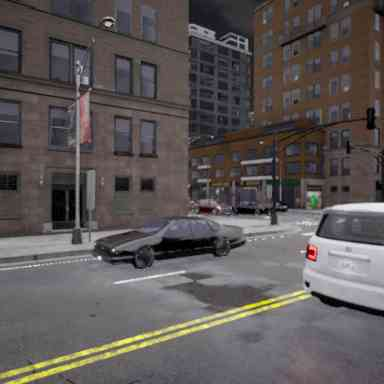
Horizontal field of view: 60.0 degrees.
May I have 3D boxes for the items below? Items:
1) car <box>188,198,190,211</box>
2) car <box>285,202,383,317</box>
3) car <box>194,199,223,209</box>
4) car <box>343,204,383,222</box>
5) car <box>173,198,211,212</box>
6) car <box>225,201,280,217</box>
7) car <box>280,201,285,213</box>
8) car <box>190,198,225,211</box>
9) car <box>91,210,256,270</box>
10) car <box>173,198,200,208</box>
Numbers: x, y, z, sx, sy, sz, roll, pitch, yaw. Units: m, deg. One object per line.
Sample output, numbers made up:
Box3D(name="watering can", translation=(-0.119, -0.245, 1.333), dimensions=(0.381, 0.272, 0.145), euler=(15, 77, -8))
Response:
Box3D(name="car", translation=(-1.096, 1.436, 36.809), dimensions=(1.967, 1.590, 4.097), euler=(0, 0, -35))
Box3D(name="car", translation=(4.603, 1.228, 6.732), dimensions=(5.566, 2.045, 2.150), euler=(0, 0, -36))
Box3D(name="car", translation=(2.271, 1.615, 45.943), dimensions=(1.802, 1.307, 4.206), euler=(0, 0, -35))
Box3D(name="car", translation=(14.604, 1.634, 26.137), dimensions=(4.718, 1.301, 1.895), euler=(0, 0, 10))
Box3D(name="car", translation=(-0.061, 1.499, 39.739), dimensions=(2.128, 1.511, 4.902), euler=(0, 0, -35))
Box3D(name="car", translation=(5.678, 1.611, 31.627), dimensions=(1.895, 1.301, 4.718), euler=(0, 0, -35))
Box3D(name="car", translation=(8.637, 1.601, 36.945), dimensions=(1.947, 1.339, 4.313), euler=(0, 0, -35))
Box3D(name="car", translation=(2.087, 1.438, 32.311), dimensions=(1.967, 1.590, 4.097), euler=(0, 0, -35))
Box3D(name="car", translation=(-0.539, 1.552, 11.297), dimensions=(5.357, 1.411, 2.033), euler=(0, 0, -36))
Box3D(name="car", translation=(-0.912, 1.599, 50.441), dimensions=(1.947, 1.339, 4.313), euler=(0, 0, -35))
